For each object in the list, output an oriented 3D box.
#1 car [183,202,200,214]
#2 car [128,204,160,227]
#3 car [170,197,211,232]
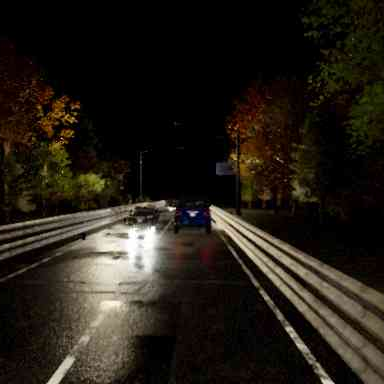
[{"bbox_3d":[-0.050,1.956,42.337,2.033,1.411,5.357,0,-1,0],"label":"car"},{"bbox_3d":[-3.435,1.642,24.297,2.128,1.511,4.902,0,-1,0],"label":"car"},{"bbox_3d":[0.020,1.338,20.833,2.150,2.045,5.566,0,0,0],"label":"car"}]
